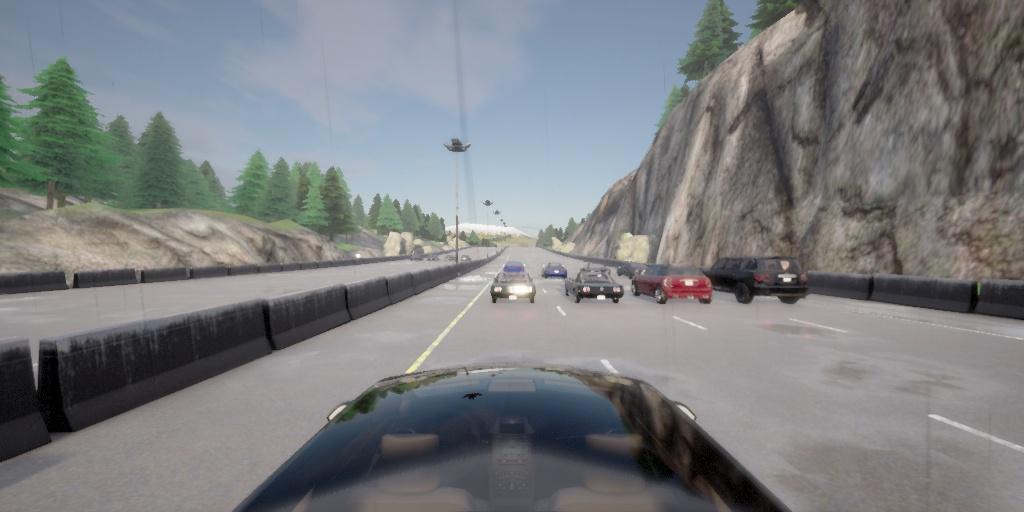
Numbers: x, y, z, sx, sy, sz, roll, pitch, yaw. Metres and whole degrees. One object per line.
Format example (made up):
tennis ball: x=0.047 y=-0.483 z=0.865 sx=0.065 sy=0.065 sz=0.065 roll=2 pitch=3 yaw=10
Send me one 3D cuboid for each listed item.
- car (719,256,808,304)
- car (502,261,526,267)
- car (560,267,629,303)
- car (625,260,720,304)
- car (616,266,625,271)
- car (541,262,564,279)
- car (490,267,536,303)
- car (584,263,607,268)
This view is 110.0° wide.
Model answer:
car: x=10.563 y=1.005 z=16.405 sx=2.150 sy=2.045 sz=5.566 roll=0 pitch=0 yaw=0
car: x=0.180 y=1.155 z=31.452 sx=1.882 sy=1.535 sz=5.008 roll=0 pitch=0 yaw=0
car: x=3.563 y=1.364 z=16.460 sx=1.895 sy=1.301 sz=4.718 roll=0 pitch=0 yaw=0
car: x=7.063 y=1.114 z=16.372 sx=2.097 sy=1.767 sz=4.553 roll=0 pitch=0 yaw=0
car: x=10.679 y=1.234 z=31.371 sx=2.033 sy=1.411 sz=5.357 roll=0 pitch=0 yaw=0
car: x=3.680 y=1.243 z=31.426 sx=1.994 sy=1.385 sz=4.181 roll=0 pitch=0 yaw=0
car: x=0.063 y=1.364 z=16.487 sx=1.895 sy=1.301 sz=4.718 roll=0 pitch=0 yaw=0
car: x=7.180 y=1.287 z=31.429 sx=1.895 sy=1.301 sz=4.718 roll=0 pitch=0 yaw=0
